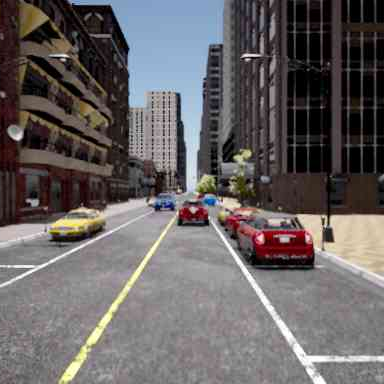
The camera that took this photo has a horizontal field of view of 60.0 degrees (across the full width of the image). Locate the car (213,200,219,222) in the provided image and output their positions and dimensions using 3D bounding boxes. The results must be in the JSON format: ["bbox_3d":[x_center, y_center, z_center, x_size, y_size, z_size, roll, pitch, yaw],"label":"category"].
[{"bbox_3d":[2.685,1.482,23.073,1.752,1.417,4.829,0,0,0],"label":"car"}]

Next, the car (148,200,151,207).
[{"bbox_3d":[-5.700,1.460,51.051,1.752,1.417,4.829,0,0,0],"label":"car"}]

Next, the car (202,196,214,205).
[{"bbox_3d":[2.678,1.457,57.057,1.752,1.417,4.829,0,0,0],"label":"car"}]

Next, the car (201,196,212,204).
[{"bbox_3d":[2.678,1.513,62.549,1.802,1.307,4.206,0,0,0],"label":"car"}]

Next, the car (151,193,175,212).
[{"bbox_3d":[-3.102,1.167,38.870,2.150,2.045,5.566,0,0,0],"label":"car"}]

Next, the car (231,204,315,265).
[{"bbox_3d":[2.687,1.412,11.578,1.967,1.590,4.097,0,0,0],"label":"car"}]

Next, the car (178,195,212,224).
[{"bbox_3d":[0.095,1.307,24.150,2.097,1.767,4.553,0,0,0],"label":"car"}]

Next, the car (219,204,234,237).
[{"bbox_3d":[2.687,1.508,17.241,1.887,1.381,4.507,0,0,0],"label":"car"}]

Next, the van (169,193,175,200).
[{"bbox_3d":[-5.709,1.297,94.933,1.690,1.788,3.998,0,0,0],"label":"van"}]

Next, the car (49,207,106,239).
[{"bbox_3d":[-5.693,1.489,17.069,1.752,1.417,4.829,0,0,0],"label":"car"}]

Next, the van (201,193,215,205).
[{"bbox_3d":[2.680,1.275,51.222,1.690,1.788,3.998,0,0,0],"label":"van"}]
